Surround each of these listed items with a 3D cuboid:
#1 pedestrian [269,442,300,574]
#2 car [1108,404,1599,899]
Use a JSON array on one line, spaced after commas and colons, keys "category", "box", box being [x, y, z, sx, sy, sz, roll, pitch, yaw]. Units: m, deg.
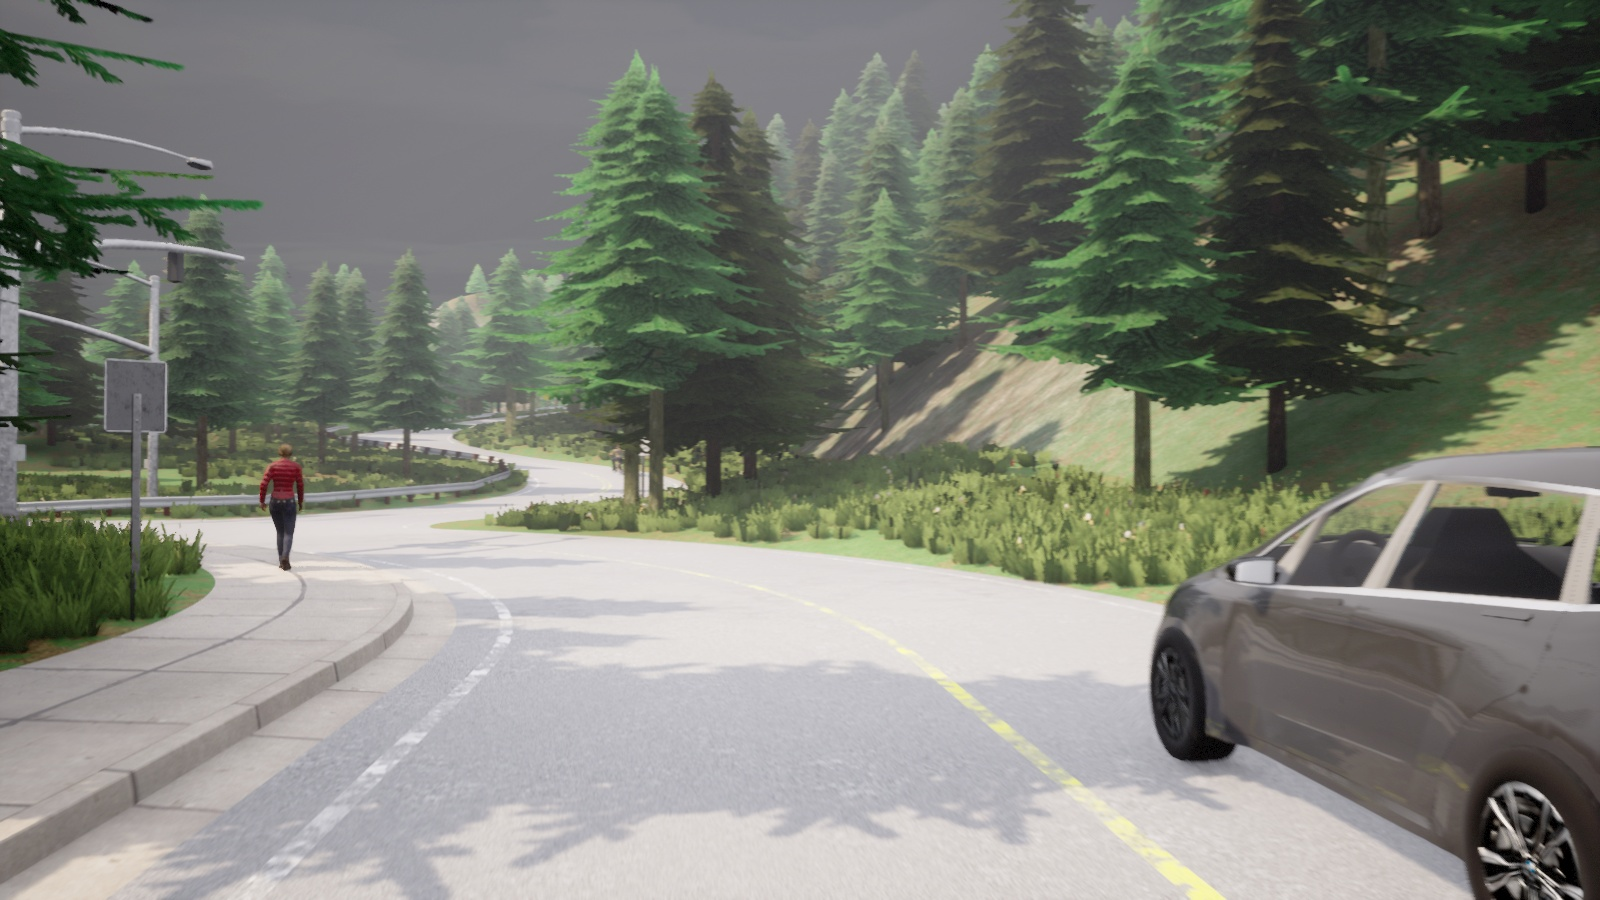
[{"category": "pedestrian", "box": [-7.323, 0.814, 17.844, 0.331, 1.846, 0.636, 0, -1, -15]}, {"category": "car", "box": [3.185, 0.734, 5.453, 2.242, 1.667, 4.611, 0, -1, -4]}]
